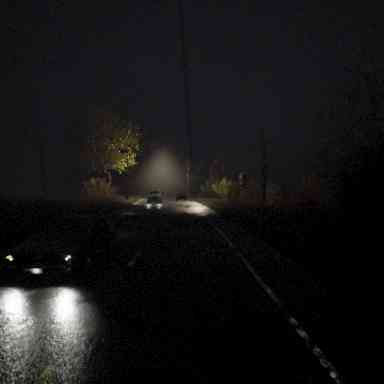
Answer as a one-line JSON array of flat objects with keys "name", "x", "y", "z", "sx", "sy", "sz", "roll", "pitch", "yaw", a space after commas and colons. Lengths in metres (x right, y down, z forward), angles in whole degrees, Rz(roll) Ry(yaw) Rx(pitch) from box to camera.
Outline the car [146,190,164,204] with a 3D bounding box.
[{"name": "car", "x": -5.820, "y": 0.726, "z": 51.648, "sx": 2.150, "sy": 2.045, "sz": 5.566, "roll": 0, "pitch": 1, "yaw": -5}]

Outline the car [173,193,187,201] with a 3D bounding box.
[{"name": "car", "x": -2.026, "y": 0.894, "z": 62.924, "sx": 1.812, "sy": 1.442, "sz": 4.674, "roll": 0, "pitch": 1, "yaw": -6}]

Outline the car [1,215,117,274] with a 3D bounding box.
[{"name": "car", "x": -3.723, "y": 1.462, "z": 10.520, "sx": 2.033, "sy": 1.411, "sz": 5.357, "roll": 0, "pitch": 0, "yaw": -1}]

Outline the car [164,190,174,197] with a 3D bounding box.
[{"name": "car", "x": -5.374, "y": 0.528, "z": 81.380, "sx": 1.812, "sy": 1.442, "sz": 4.674, "roll": 0, "pitch": 1, "yaw": -8}]
